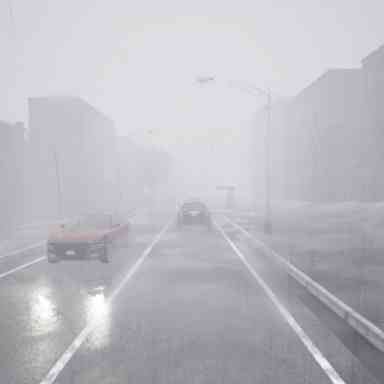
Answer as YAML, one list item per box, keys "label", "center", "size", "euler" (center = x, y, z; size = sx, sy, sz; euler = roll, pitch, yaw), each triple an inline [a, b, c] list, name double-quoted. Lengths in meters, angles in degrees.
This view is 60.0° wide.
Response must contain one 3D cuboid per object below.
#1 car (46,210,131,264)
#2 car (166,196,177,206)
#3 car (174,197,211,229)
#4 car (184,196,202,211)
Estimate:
- label: "car"
  center: [-3.485, 1.479, 12.071]
  size: [1.882, 1.535, 5.008]
  euler: [0, 0, 0]
- label: "car"
  center: [-3.164, 1.442, 55.191]
  size: [2.097, 1.767, 4.553]
  euler: [0, 0, 1]
- label: "car"
  center: [0.126, 1.365, 22.072]
  size: [2.097, 1.767, 4.553]
  euler: [0, 0, 0]
- label: "car"
  center: [0.119, 1.424, 42.421]
  size: [2.097, 1.767, 4.553]
  euler: [0, 0, 0]
